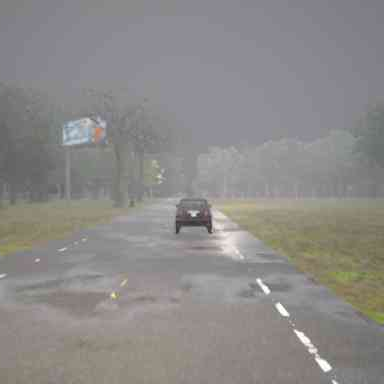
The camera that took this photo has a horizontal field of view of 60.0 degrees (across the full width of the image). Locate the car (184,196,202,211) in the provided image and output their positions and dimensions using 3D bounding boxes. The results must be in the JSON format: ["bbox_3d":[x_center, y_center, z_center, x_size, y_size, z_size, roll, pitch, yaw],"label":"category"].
[{"bbox_3d":[0.097,1.398,42.156,2.097,1.767,4.553,0,0,0],"label":"car"}]

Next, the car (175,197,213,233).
[{"bbox_3d":[0.097,1.324,20.770,2.150,2.045,5.566,0,0,0],"label":"car"}]
